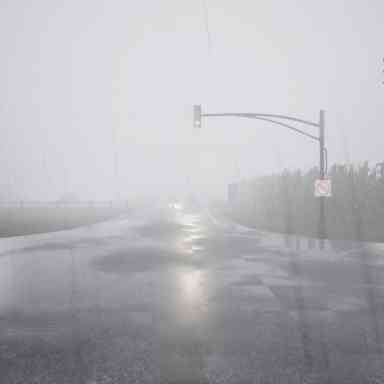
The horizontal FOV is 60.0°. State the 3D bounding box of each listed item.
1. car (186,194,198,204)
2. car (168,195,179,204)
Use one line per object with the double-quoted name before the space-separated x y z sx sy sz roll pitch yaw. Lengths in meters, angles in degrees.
"car" 0.016 1.529 59.329 1.895 1.301 4.718 0 0 0
"car" -3.483 1.409 63.478 2.128 1.511 4.902 0 0 0
